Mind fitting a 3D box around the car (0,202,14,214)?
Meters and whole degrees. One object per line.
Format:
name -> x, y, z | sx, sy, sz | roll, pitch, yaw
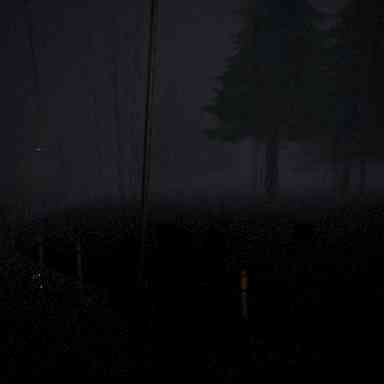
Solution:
car -> -20.595, 1.677, 34.714 | 2.033, 1.411, 5.357 | 3, 1, -6
